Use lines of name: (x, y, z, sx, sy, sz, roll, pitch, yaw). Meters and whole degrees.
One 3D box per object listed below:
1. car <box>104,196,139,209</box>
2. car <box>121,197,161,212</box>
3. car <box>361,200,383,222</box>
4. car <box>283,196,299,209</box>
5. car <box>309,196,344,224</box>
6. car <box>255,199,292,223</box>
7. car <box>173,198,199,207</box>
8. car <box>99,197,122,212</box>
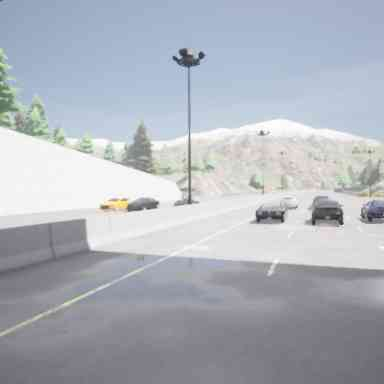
car: (-9.215, 1.341, 44.032, 2.033, 1.411, 5.357, 0, 0, 21)
car: (-5.061, 1.292, 35.185, 1.882, 1.535, 5.008, 0, 0, 20)
car: (13.103, 1.258, 23.262, 1.812, 1.442, 4.674, 0, 0, 20)
car: (11.339, 1.172, 38.629, 1.812, 1.442, 4.674, 0, 0, 20)
car: (9.045, 1.278, 22.348, 1.837, 1.490, 4.892, 0, 0, 20)
car: (5.790, 1.396, 23.634, 1.895, 1.301, 4.718, 0, 0, 20)
car: (-0.606, 1.326, 37.109, 1.994, 1.385, 4.181, 0, 0, 21)
car: (-8.203, 1.310, 36.776, 1.882, 1.535, 5.008, 0, 0, 20)
